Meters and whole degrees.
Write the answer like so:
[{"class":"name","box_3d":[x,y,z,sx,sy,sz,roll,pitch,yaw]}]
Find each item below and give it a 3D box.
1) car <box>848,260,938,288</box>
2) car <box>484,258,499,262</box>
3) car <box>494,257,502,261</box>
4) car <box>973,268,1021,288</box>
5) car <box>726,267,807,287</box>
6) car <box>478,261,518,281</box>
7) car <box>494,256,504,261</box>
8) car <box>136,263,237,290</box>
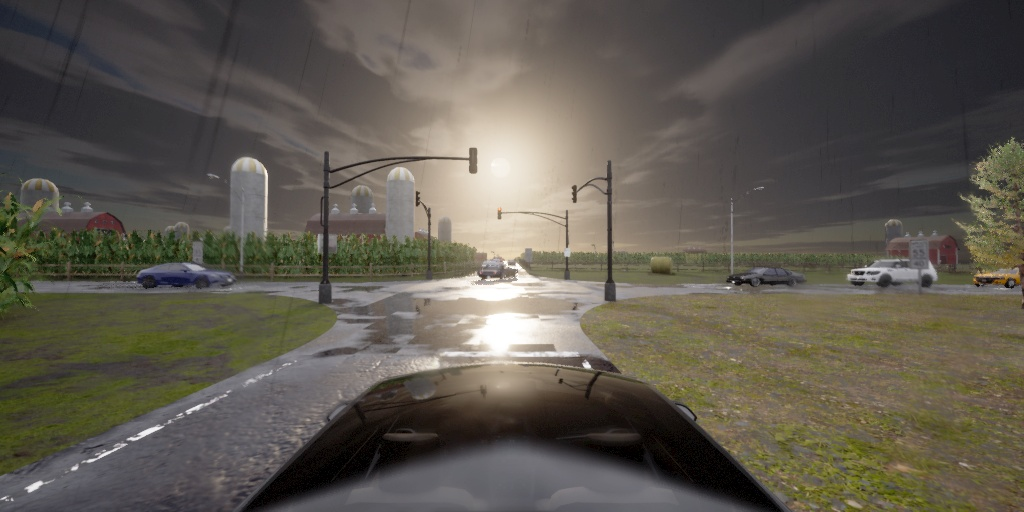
[{"class":"car","box_3d":[28.655,1.291,27.050,5.566,2.045,2.150,1,-1,-4]},{"class":"car","box_3d":[-2.827,1.312,43.405,1.812,1.442,4.674,0,0,-1]},{"class":"car","box_3d":[-2.883,1.325,52.563,1.812,1.442,4.674,0,0,0]},{"class":"car","box_3d":[38.836,1.645,27.806,5.008,1.535,1.882,1,-1,-5]},{"class":"car","box_3d":[18.670,1.525,26.339,5.357,1.411,2.033,1,-1,-8]},{"class":"car","box_3d":[-1.088,1.372,30.591,1.895,1.301,4.718,0,0,21]},{"class":"car","box_3d":[-2.904,1.295,62.584,1.882,1.535,5.008,0,0,0]},{"class":"car","box_3d":[-18.169,1.100,20.114,4.674,1.442,1.812,0,-1,-1]}]
